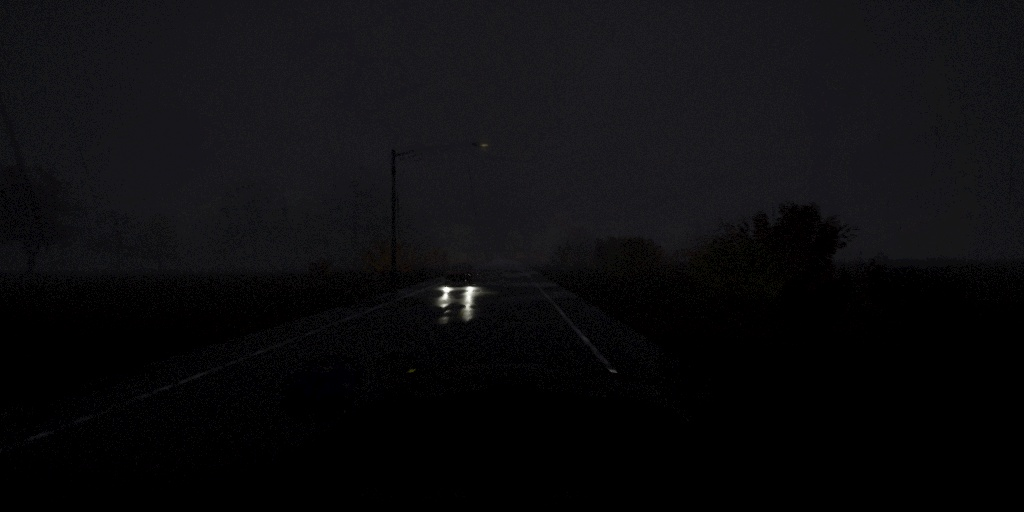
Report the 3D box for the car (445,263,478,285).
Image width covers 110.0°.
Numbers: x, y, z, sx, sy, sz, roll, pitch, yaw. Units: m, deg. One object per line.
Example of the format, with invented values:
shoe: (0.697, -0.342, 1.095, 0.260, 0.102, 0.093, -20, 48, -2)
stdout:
car: (-3.622, 1.234, 26.221, 1.882, 1.535, 5.008, 0, 0, 0)
